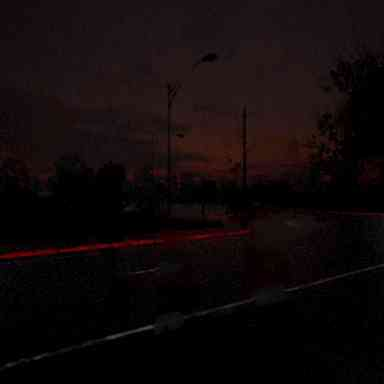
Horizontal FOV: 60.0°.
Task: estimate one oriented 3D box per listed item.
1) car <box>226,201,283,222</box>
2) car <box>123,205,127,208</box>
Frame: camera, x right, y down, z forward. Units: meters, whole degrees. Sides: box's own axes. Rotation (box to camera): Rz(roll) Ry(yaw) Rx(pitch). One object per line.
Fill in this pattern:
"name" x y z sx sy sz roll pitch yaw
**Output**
"car" 4.844 1.470 26.295 1.882 1.535 5.008 0 0 -39
"car" -10.716 1.514 45.714 1.812 1.442 4.674 0 0 -39
